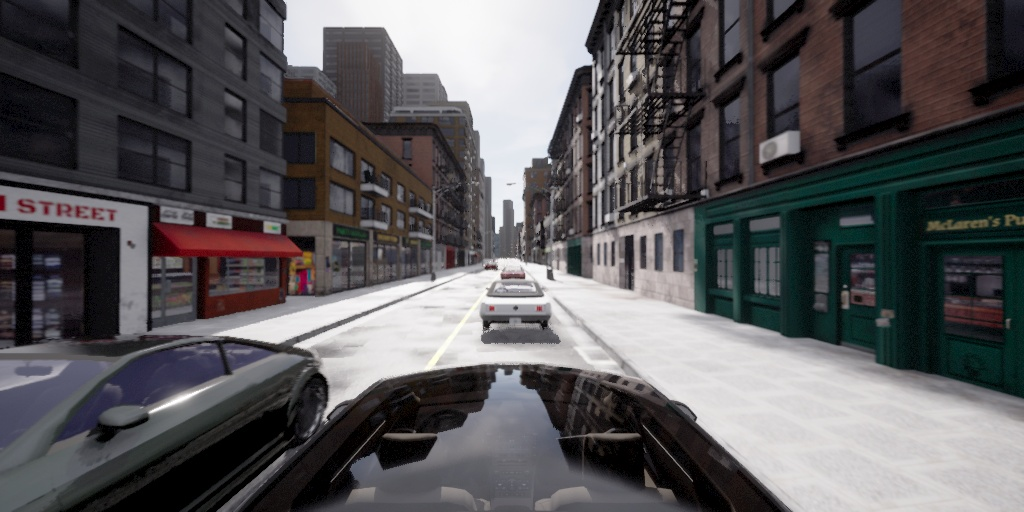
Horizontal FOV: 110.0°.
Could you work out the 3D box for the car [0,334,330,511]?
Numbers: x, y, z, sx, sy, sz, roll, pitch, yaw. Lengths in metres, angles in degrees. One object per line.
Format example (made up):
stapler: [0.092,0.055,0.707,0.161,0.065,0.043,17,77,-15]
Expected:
car: [-3.100,1.317,2.459,1.994,1.385,4.181,0,0,0]

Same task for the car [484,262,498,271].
car: [-3.072,1.528,53.895,1.895,1.301,4.718,0,0,1]

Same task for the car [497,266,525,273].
car: [0.079,1.444,28.244,1.895,1.301,4.718,0,0,0]

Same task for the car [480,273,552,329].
car: [0.093,1.386,11.432,1.895,1.301,4.718,0,0,0]
